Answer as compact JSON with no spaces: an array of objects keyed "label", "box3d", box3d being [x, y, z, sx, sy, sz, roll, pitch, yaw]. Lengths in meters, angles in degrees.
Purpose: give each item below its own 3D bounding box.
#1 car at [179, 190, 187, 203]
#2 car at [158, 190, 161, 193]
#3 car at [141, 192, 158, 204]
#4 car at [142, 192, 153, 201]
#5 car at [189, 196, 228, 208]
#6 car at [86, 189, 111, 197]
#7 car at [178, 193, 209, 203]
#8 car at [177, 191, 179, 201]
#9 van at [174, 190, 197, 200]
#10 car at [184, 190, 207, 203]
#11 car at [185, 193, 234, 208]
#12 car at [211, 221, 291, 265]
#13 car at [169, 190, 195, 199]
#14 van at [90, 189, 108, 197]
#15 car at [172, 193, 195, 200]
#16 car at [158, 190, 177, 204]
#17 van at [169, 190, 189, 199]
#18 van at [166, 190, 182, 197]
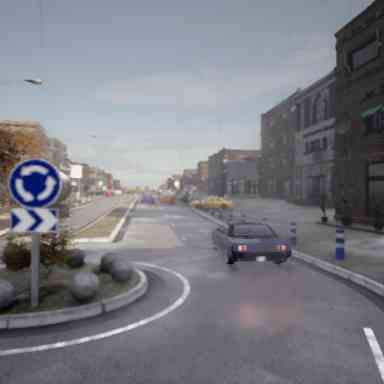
[{"label":"car","box3d":[1.365,0.844,47.986,5.566,2.045,2.435,1,1,-8]},{"label":"car","box3d":[-5.375,0.915,62.156,2.033,1.411,5.357,1,0,-8]},{"label":"car","box3d":[-6.863,0.818,51.719,2.097,1.767,4.553,1,1,-8]},{"label":"car","box3d":[-8.344,0.817,61.731,1.882,1.535,5.008,1,0,-8]},{"label":"car","box3d":[2.113,1.237,42.532,4.674,1.452,2.002,1,1,-8]},{"label":"car","box3d":[-25.278,0.296,88.621,5.566,2.045,2.435,1,0,-8]},{"label":"car","box3d":[0.172,0.970,56.171,4.892,1.521,2.231,1,1,-8]},{"label":"car","box3d":[0.550,1.007,53.441,5.008,1.535,2.097,1,1,-8]},{"label":"van","box3d":[-1.257,0.628,66.978,4.442,1.987,1.878,1,0,-8]},{"label":"car","box3d":[1.692,1.018,45.252,4.553,1.767,2.185,1,1,-8]},{"label":"car","box3d":[2.315,1.248,39.775,5.366,1.575,1.946,1,1,-8]},{"label":"car","box3d":[1.880,1.726,12.187,1.895,1.301,4.718,0,0,-5]},{"label":"car","box3d":[-2.195,0.564,72.538,5.566,2.045,2.435,1,0,-8]},{"label":"van","box3d":[-25.513,0.308,91.392,4.442,1.987,1.878,1,0,-8]},{"label":"car","box3d":[-1.777,0.872,69.812,4.674,1.452,2.002,1,0,-8]},{"label":"car","box3d":[-3.864,0.975,51.924,1.882,1.535,5.008,1,1,-8]},{"label":"van","box3d":[-3.061,0.566,77.982,4.442,1.987,1.878,1,0,-8]},{"label":"van","box3d":[-5.167,0.503,94.394,4.442,1.987,1.878,1,0,-8]}]
